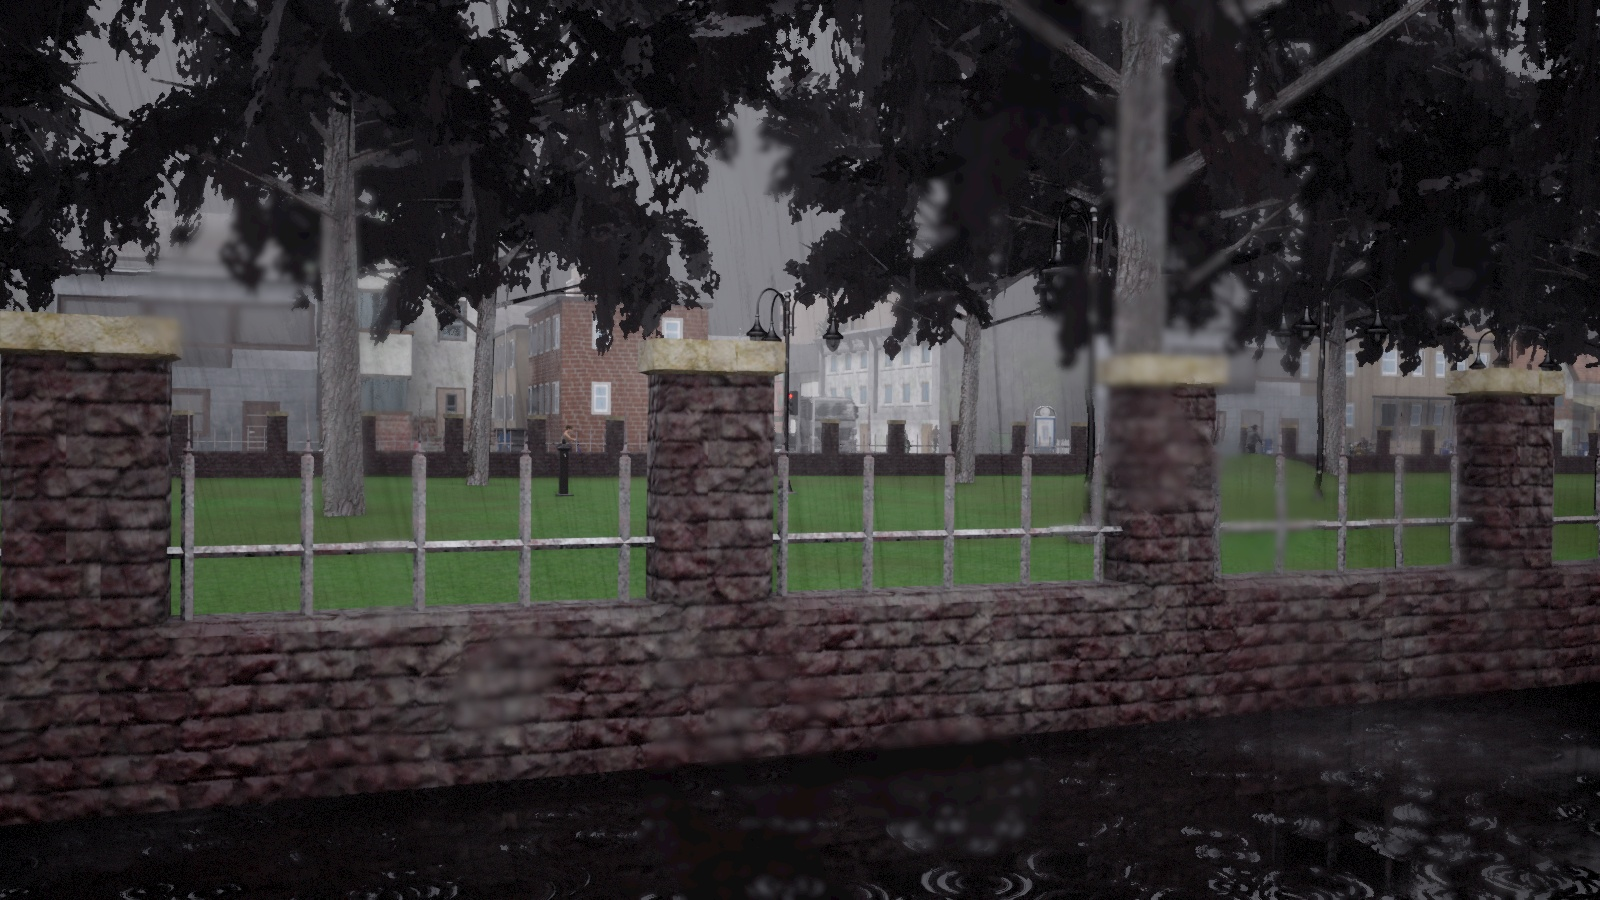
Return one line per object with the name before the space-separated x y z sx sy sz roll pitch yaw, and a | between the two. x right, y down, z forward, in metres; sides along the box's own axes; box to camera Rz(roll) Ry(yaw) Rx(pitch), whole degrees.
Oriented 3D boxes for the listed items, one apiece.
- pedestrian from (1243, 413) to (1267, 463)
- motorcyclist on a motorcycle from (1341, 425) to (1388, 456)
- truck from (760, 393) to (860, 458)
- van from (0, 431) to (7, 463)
pedestrian | 17.912 -0.490 49.442 0.788 1.949 0.423 -1 1 -21
motorcyclist on a motorcycle | 28.501 -0.507 63.443 2.191 1.530 0.866 -1 1 -21
truck | 0.436 -1.345 71.211 2.891 3.462 7.936 -1 1 -21
van | -50.693 -0.168 77.829 1.775 1.987 4.442 -1 1 -21
